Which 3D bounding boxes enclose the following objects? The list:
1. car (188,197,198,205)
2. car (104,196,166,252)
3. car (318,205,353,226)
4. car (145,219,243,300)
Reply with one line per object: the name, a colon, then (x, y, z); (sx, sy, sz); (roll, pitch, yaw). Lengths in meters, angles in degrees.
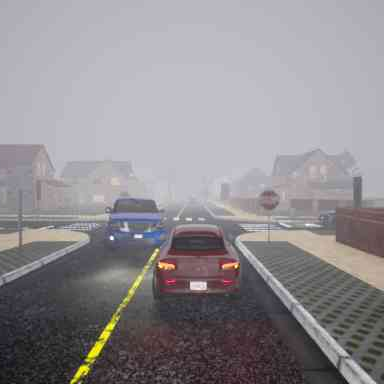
car: (0.254, 1.750, 65.792); (2.033, 1.411, 5.357); (0, 0, 0)
car: (-2.479, 1.226, 14.485); (2.150, 2.045, 5.566); (2, 0, -12)
car: (11.148, 1.643, 23.391); (4.181, 1.385, 1.994); (0, 0, 0)
car: (0.124, 1.526, 8.294); (1.812, 1.442, 4.674); (0, 0, 0)
